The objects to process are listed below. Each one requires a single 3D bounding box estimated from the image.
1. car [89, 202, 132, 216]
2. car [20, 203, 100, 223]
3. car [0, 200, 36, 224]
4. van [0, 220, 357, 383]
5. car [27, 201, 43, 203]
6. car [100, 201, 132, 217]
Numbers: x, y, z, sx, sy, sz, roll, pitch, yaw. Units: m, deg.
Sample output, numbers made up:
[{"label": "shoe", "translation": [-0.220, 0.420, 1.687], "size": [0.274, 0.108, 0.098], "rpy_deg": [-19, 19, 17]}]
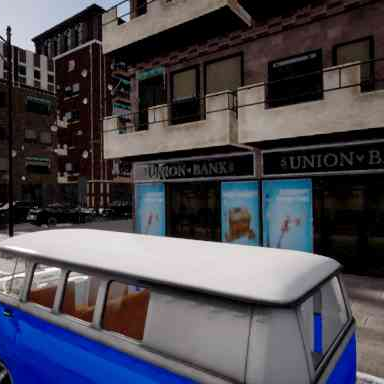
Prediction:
[{"label": "car", "translation": [-8.851, 1.797, 36.432], "size": [1.947, 1.339, 4.313], "rpy_deg": [-2, -1, 36]}, {"label": "car", "translation": [-8.722, 1.583, 22.381], "size": [1.947, 1.339, 4.313], "rpy_deg": [-2, -1, 36]}, {"label": "car", "translation": [-13.446, 1.473, 25.733], "size": [2.097, 1.767, 4.553], "rpy_deg": [-1, -1, 36]}, {"label": "van", "translation": [-0.549, 1.342, 3.242], "size": [3.998, 1.788, 1.690], "rpy_deg": [0, -1, 35]}, {"label": "car", "translation": [-9.695, 1.599, 25.439], "size": [1.812, 1.442, 4.674], "rpy_deg": [-1, -1, 36]}, {"label": "car", "translation": [-7.370, 1.671, 34.064], "size": [2.128, 1.511, 4.902], "rpy_deg": [-1, -1, 36]}]
